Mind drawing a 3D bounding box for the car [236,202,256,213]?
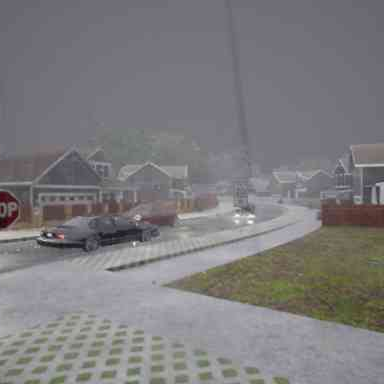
[{"bbox_3d":[6.530,1.861,40.315,1.895,1.301,4.718,0,0,18],"label":"car"}]

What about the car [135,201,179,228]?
[{"bbox_3d":[-2.799,1.505,21.048,2.097,1.767,4.553,0,-1,32],"label":"car"}]

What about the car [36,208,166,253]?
[{"bbox_3d":[-3.773,1.654,14.324,2.033,1.411,5.357,0,-1,36],"label":"car"}]
